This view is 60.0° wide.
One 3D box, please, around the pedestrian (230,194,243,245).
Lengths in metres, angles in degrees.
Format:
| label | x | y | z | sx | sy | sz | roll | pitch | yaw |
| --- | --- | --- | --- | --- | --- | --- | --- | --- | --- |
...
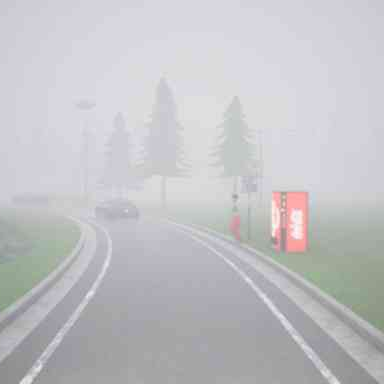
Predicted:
| label | x | y | z | sx | sy | sz | roll | pitch | yaw |
| --- | --- | --- | --- | --- | --- | --- | --- | --- | --- |
| pedestrian | 1.553 | 0.946 | 11.800 | 0.375 | 1.860 | 0.375 | 0 | 1 | -12 |

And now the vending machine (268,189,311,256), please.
| label | x | y | z | sx | sy | sz | roll | pitch | yaw |
| --- | --- | --- | --- | --- | --- | --- | --- | --- | --- |
| vending machine | 3.207 | 0.959 | 11.008 | 1.100 | 2.100 | 0.880 | 0 | 1 | -10 |

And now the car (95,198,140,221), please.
| label | x | y | z | sx | sy | sz | roll | pitch | yaw |
| --- | --- | --- | --- | --- | --- | --- | --- | --- | --- |
| car | -5.094 | 1.101 | 22.264 | 1.994 | 1.385 | 4.181 | -1 | 1 | -32 |

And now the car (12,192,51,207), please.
| label | x | y | z | sx | sy | sz | roll | pitch | yaw |
| --- | --- | --- | --- | --- | --- | --- | --- | --- | --- |
| car | -17.010 | 0.757 | 35.156 | 5.008 | 1.535 | 1.882 | 1 | 1 | 34 |
